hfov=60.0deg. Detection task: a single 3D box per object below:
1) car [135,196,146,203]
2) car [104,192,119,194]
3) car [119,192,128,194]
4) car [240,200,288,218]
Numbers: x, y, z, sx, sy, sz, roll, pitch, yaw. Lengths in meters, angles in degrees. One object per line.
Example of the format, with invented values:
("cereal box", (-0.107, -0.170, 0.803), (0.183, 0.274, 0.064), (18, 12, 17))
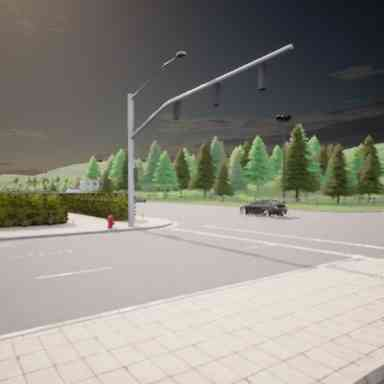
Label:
("car", (-10.998, 1.493, 67.696), (1.994, 1.385, 4.181), (0, 0, -35))
("car", (-16.543, 1.167, 63.405), (2.150, 2.045, 5.566), (0, 0, -35))
("car", (-16.220, 0.987, 75.270), (2.150, 2.045, 5.566), (0, 0, -35))
("car", (6.371, 1.452, 30.068), (1.837, 1.490, 4.892), (0, 0, -33))
